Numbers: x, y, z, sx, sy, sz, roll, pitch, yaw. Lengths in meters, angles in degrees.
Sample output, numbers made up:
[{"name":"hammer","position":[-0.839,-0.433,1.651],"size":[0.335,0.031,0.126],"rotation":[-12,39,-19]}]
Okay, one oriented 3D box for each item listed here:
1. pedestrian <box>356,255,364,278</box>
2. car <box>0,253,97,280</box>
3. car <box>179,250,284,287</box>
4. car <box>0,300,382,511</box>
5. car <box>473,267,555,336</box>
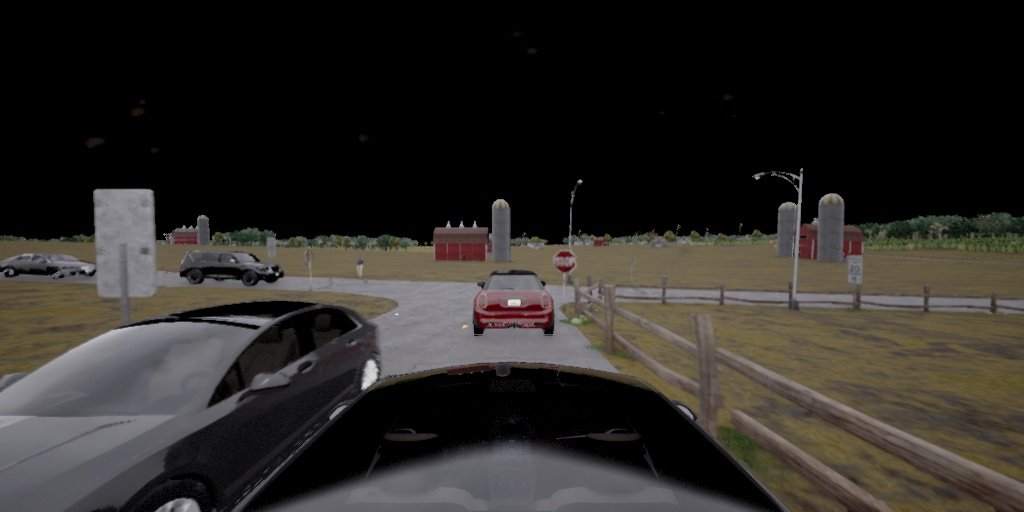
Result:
[{"name":"pedestrian","position":[-12.049,0.812,28.382],"size":[0.375,1.860,0.375],"rotation":[0,0,0]},{"name":"car","position":[-28.929,0.605,22.501],"size":[4.902,1.511,2.128],"rotation":[2,2,1]},{"name":"car","position":[-17.427,0.717,22.429],"size":[5.566,2.045,2.150],"rotation":[2,2,0]},{"name":"car","position":[-2.825,1.272,3.448],"size":[1.837,1.490,4.892],"rotation":[0,-1,0]},{"name":"car","position":[0.004,1.192,10.955],"size":[2.097,1.767,4.553],"rotation":[0,-1,-1]}]
